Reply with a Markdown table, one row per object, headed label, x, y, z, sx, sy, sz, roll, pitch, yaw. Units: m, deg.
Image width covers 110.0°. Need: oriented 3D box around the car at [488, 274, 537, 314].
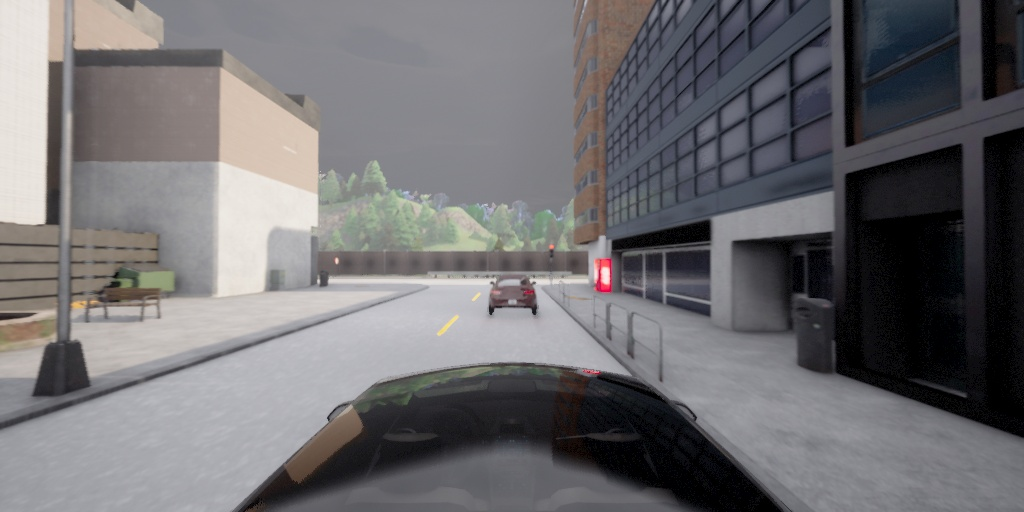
| label | x | y | z | sx | sy | sz | roll | pitch | yaw |
| --- | --- | --- | --- | --- | --- | --- | --- | --- | --- |
| car | 0.042 | 1.457 | 14.710 | 1.812 | 1.442 | 4.674 | 0 | -1 | 0 |
